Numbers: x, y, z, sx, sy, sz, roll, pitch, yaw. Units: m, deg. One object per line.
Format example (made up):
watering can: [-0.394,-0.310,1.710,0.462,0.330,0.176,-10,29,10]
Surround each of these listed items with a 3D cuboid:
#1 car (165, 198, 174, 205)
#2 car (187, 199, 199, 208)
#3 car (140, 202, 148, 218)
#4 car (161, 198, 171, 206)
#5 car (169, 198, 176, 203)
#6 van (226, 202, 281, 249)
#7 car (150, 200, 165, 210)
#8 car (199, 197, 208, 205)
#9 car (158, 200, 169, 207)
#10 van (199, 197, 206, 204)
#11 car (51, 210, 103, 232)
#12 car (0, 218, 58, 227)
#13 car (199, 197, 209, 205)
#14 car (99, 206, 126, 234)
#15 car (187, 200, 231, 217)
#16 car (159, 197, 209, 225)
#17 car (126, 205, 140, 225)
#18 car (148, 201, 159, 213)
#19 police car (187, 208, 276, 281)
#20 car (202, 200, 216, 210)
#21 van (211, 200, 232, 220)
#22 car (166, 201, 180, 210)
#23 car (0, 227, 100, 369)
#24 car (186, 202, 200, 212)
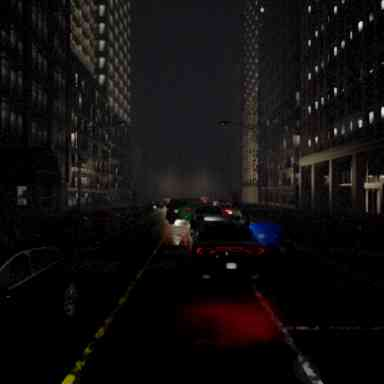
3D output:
car: [-5.541,2.356,82.867,1.752,1.417,4.829,-1,-1,0]
car: [0.115,2.106,61.180,2.128,1.511,4.902,0,-1,0]
car: [-5.639,1.904,31.886,1.802,1.307,4.206,-1,-1,0]
car: [-5.564,2.160,71.670,1.967,1.590,4.097,-1,-1,0]
car: [-5.520,2.511,94.403,1.947,1.339,4.313,-1,-1,0]
van: [2.707,1.491,14.822,1.690,1.788,3.998,-1,-1,0]
car: [-5.595,2.100,54.619,2.008,1.369,4.403,-1,-1,0]
car: [2.837,2.148,83.023,2.192,1.841,5.009,-1,-1,0]
car: [-5.574,2.245,65.986,1.802,1.307,4.206,-1,-1,0]
van: [2.848,2.230,88.706,1.690,1.788,3.998,-1,-1,0]
car: [-5.671,1.716,14.836,1.947,1.339,4.313,-1,-1,0]
car: [-5.682,1.644,9.153,2.008,1.369,4.403,-1,-1,0]
car: [2.826,2.091,77.339,2.192,1.841,5.009,-1,-1,0]
car: [-5.660,1.752,20.519,1.887,1.381,4.507,-1,-1,0]
car: [0.936,1.555,20.142,2.097,1.767,4.553,0,-1,0]
car: [-0.094,1.488,26.559,2.150,2.045,5.566,-1,0,24]
car: [-5.650,1.815,26.203,2.008,1.369,4.403,-1,-1,0]
car: [-5.617,1.986,43.253,2.008,1.369,4.403,-1,-1,0]
police car: [0.917,1.530,10.281,1.930,1.638,5.238,0,-1,0]
car: [2.785,2.100,54.603,2.008,1.369,4.403,-1,-1,0]
van: [2.740,1.663,31.872,1.690,1.788,3.998,-1,-1,0]
car: [-2.907,2.092,52.375,1.994,1.385,4.181,0,-1,0]
car: [-3.094,1.539,4.635,2.128,1.511,4.902,0,-1,0]
car: [0.101,2.077,47.254,1.895,1.301,4.718,0,-1,1]
